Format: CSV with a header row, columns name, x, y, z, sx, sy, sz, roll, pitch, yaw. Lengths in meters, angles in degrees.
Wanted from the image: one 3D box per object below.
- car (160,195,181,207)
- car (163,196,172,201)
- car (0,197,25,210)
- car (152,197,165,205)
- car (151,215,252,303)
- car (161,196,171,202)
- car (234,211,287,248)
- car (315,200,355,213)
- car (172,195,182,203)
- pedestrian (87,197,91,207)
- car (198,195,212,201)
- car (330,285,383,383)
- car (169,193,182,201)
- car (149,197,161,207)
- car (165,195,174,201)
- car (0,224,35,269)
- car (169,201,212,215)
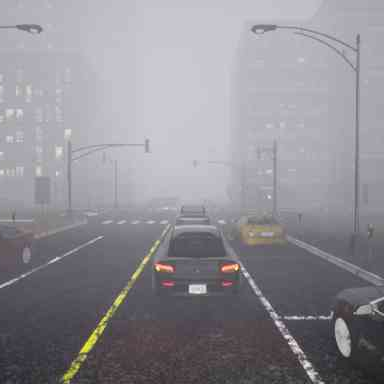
name,x,y,z,sx,sy,sz,roll,pitch,yaw
car,-3.187,1.536,50.383,2.033,1.411,5.357,0,0,0
car,-5.855,1.566,80.588,1.802,1.307,4.206,-1,0,0
car,-21.733,1.274,37.961,4.829,1.417,1.752,0,0,1
car,-5.812,1.553,57.970,1.947,1.339,4.313,-1,0,0
car,0.084,1.523,8.096,1.812,1.442,4.674,0,0,0
car,-5.844,1.530,74.934,1.887,1.381,4.507,-1,0,0
car,2.780,1.521,14.547,1.752,1.417,4.829,-1,0,0
car,16.243,1.622,37.536,4.403,1.369,2.008,0,0,1
car,-3.133,1.485,70.531,1.837,1.490,4.892,0,0,0
pedestrian,-12.626,1.199,40.825,0.375,1.300,0.375,0,0,1
car,2.568,1.538,57.986,2.008,1.369,4.403,-1,0,0
car,2.802,1.550,3.088,2.008,1.369,4.403,-1,0,0
car,-3.186,1.478,60.335,2.128,1.511,4.902,0,0,0
car,-5.801,1.513,52.146,1.752,1.417,4.829,-1,0,0
car,-5.866,1.528,86.243,1.887,1.381,4.507,-1,0,0
car,-5.848,1.542,8.774,1.887,1.381,4.507,-1,0,0
car,0.056,1.486,18.170,2.128,1.511,4.902,0,0,0
